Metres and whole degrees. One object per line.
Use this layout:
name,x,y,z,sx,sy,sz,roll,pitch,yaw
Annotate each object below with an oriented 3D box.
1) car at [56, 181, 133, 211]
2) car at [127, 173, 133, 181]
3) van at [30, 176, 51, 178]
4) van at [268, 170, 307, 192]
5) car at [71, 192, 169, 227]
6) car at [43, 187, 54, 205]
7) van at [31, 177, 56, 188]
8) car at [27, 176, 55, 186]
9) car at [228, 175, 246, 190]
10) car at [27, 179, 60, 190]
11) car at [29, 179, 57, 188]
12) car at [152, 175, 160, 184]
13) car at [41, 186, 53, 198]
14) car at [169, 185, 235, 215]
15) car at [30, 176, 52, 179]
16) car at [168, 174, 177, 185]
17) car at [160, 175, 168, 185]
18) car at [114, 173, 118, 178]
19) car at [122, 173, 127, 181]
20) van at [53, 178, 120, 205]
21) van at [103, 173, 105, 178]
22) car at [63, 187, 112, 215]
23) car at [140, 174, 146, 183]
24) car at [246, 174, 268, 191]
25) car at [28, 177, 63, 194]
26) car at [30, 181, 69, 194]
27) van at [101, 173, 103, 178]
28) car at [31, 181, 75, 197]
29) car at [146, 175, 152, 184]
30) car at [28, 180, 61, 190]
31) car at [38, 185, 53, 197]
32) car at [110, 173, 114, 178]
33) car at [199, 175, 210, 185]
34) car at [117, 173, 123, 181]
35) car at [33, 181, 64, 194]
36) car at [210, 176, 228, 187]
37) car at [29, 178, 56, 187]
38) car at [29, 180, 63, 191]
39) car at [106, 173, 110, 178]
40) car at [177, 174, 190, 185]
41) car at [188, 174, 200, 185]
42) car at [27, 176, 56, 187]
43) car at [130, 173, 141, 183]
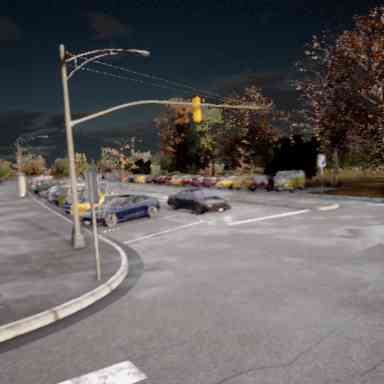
car,-6.906,0.506,24.148,2.185,1.767,4.553,0,6,39
car,-10.408,-2.891,68.548,2.185,1.767,4.553,1,6,44
van,-29.619,-1.851,66.771,1.878,1.987,4.442,1,7,44
van,9.466,-1.068,32.169,1.878,1.987,4.442,2,6,39
car,-3.924,0.930,18.968,2.163,1.488,4.792,1,7,38
car,-9.950,0.370,29.377,2.231,1.521,4.892,0,6,40
van,-32.242,-2.153,72.186,1.878,1.987,4.442,1,7,44
car,-37.551,-2.767,82.890,2.435,2.045,5.566,2,7,44
car,6.636,-1.126,37.502,1.946,1.575,5.366,1,5,40
car,-28.487,-1.447,63.862,1.946,1.575,5.366,1,7,44
car,-31.012,-1.732,69.391,2.163,1.488,4.792,1,7,44
car,-3.612,-2.051,55.420,2.097,1.535,5.008,1,5,42
car,-11.446,0.275,31.997,2.002,1.452,4.674,1,7,40
car,0.286,0.537,21.570,2.033,1.411,5.357,-6,5,-31
car,-24.326,-1.147,55.903,2.185,1.767,4.553,1,7,43
car,-0.669,-1.792,50.359,1.946,1.575,5.366,1,5,42
car,-2.186,-2.039,52.828,2.185,1.767,4.553,2,6,42
car,-14.298,-3.465,76.568,2.435,2.045,5.566,2,6,44
car,-11.703,-2.914,71.232,2.231,1.521,4.892,1,6,44
van,-8.362,0.261,26.848,1.878,1.987,4.442,0,6,39
van,-20.863,-4.178,89.843,1.878,1.987,4.442,2,6,44
car,-5.205,0.732,21.741,1.946,1.575,5.366,0,6,39
car,-6.338,-2.307,60.690,2.163,1.488,4.792,1,6,43
car,7.997,-1.102,34.779,2.185,1.767,4.553,1,5,40
car,-17.341,-0.560,42.536,2.435,2.045,5.566,0,6,41
car,-21.581,-0.731,50.529,2.097,1.535,5.008,1,7,42
van,-22.158,-4.327,92.519,1.878,1.987,4.442,2,6,44
car,-18.778,-0.446,45.189,2.097,1.535,5.008,0,6,42
car,-5.006,-2.159,58.012,2.163,1.488,4.792,2,6,43
car,-27.044,-1.314,61.294,2.097,1.535,5.008,1,7,44
car,-12.949,0.142,34.619,2.002,1.452,4.674,0,6,40
car,-16.875,-3.485,81.941,2.163,1.488,4.792,2,6,44
car,3.549,-1.330,42.480,2.002,1.452,4.674,1,5,41
car,-13.130,-3.051,73.761,1.946,1.575,5.366,2,6,44
car,-15.884,-0.130,39.887,2.002,1.452,4.674,1,7,41
car,4.912,-1.226,39.770,1.946,1.575,5.366,2,6,40
car,-33.613,-2.067,74.824,2.097,1.535,5.008,1,7,44
car,-25.683,-1.167,58.603,2.231,1.521,4.892,1,7,43
car,-18.317,-3.650,84.456,1.946,1.575,5.366,2,6,44
car,0.614,-1.761,47.599,2.185,1.767,4.553,1,5,41
car,2.086,-1.463,45.051,2.002,1.452,4.674,1,5,41
car,-34.946,-2.465,77.485,2.435,2.045,5.566,2,7,44
car,-9.061,-2.621,65.927,2.097,1.535,5.008,1,6,44
